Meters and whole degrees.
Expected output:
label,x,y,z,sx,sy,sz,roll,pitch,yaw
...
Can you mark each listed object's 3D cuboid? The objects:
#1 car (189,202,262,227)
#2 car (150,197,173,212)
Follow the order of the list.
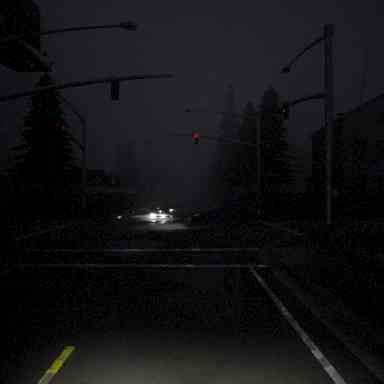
label,x,y,z,sx,sy,sz,roll,pitch,yaw
car,2.113,1.364,21.207,4.674,1.442,1.812,-1,0,-11
car,-3.627,1.491,38.102,2.128,1.511,4.902,0,0,0
